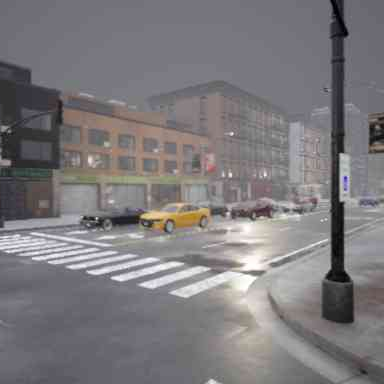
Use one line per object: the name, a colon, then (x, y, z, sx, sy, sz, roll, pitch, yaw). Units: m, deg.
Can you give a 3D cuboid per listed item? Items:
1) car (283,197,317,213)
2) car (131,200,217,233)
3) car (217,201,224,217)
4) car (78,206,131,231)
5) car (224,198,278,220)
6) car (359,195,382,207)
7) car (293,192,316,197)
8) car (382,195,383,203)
car: (11.209, 1.470, 34.906, 1.895, 1.301, 4.718, 0, 0, 38)
car: (-0.903, 1.404, 19.533, 1.882, 1.535, 5.008, 0, 0, 38)
car: (1.230, 1.421, 27.497, 1.812, 1.442, 4.674, 0, 0, 39)
car: (-4.439, 1.524, 20.294, 1.895, 1.301, 4.718, 0, 0, 38)
car: (4.969, 1.376, 26.994, 1.882, 1.535, 5.008, 0, 0, 38)
car: (24.813, 1.305, 46.627, 1.882, 1.535, 5.008, 0, 0, 39)
car: (15.184, 1.046, 45.137, 2.150, 2.045, 5.566, 0, 1, 38)
car: (31.214, 1.274, 54.762, 1.882, 1.535, 5.008, 0, 0, 38)
